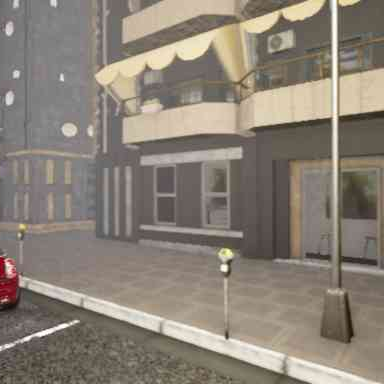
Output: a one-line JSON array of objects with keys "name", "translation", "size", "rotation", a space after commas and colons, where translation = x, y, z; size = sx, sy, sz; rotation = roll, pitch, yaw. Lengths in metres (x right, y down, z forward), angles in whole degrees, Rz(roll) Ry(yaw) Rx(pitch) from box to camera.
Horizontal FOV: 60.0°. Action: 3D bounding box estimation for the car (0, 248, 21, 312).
[{"name": "car", "translation": [-5.130, 1.382, 6.383], "size": [4.097, 1.590, 1.967], "rotation": [1, 0, 35]}]
